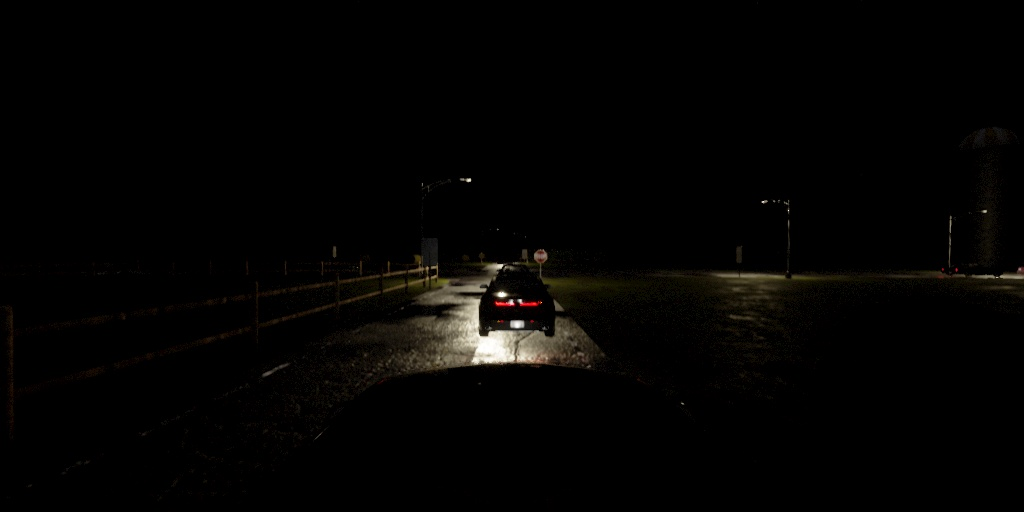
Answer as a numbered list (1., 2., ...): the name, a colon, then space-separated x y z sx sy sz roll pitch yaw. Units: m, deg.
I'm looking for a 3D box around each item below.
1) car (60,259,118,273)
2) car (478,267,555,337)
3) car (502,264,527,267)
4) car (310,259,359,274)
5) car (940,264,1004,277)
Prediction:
1. car: -45.632 1.025 38.740 4.902 1.511 2.128 0 1 1
2. car: 0.118 1.229 10.203 1.837 1.490 4.892 0 0 0
3. car: 0.143 1.175 20.036 1.882 1.535 5.008 0 0 0
4. car: -19.026 1.096 38.581 4.902 1.511 2.128 0 1 0
5. car: 49.173 1.510 38.327 4.718 1.301 1.895 0 1 2
